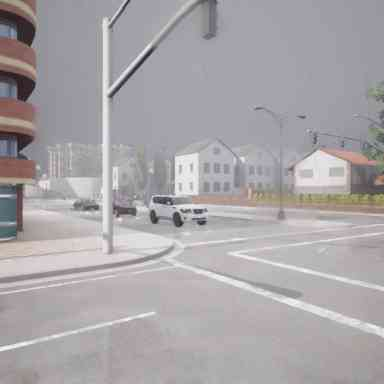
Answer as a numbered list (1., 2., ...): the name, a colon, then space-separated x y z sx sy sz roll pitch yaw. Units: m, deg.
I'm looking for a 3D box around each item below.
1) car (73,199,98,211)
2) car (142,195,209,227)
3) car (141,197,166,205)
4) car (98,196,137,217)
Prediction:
1. car: -13.053 1.547 40.772 2.033 1.411 5.357 0 0 -35
2. car: -1.110 1.221 23.468 2.150 2.045 5.566 0 0 -35
3. car: -6.837 1.547 58.501 2.033 1.411 5.357 0 0 -35
4. car: -7.013 1.476 32.010 1.882 1.535 5.008 0 0 -34
